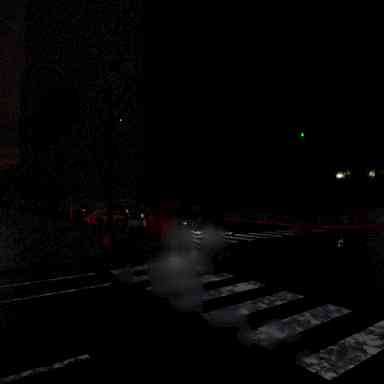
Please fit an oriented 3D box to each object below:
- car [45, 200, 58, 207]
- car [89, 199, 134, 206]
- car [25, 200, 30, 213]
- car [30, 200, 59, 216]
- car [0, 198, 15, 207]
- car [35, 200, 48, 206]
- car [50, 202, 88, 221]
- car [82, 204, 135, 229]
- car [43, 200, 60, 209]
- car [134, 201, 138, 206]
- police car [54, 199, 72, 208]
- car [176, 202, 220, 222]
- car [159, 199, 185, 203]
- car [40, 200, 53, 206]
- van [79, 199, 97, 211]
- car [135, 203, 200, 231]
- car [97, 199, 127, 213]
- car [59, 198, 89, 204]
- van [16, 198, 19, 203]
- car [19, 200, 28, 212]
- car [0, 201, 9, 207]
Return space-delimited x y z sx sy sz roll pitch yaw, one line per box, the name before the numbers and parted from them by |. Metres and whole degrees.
car | -31.710 2.597 74.955 1.947 1.339 4.313 -1 0 -35
car | -7.564 1.742 30.900 2.097 1.767 4.553 0 -1 -35
car | -20.491 2.197 44.463 1.887 1.381 4.507 -1 0 -35
car | -17.664 1.902 40.482 2.192 1.841 5.009 -1 0 -35
car | -41.268 2.668 73.684 1.887 1.381 4.507 -1 0 -35
car | -37.740 2.712 83.434 2.008 1.369 4.403 -1 0 -35
car | -11.996 2.005 32.518 2.008 1.369 4.403 -1 0 -35
car | -6.236 1.844 24.416 1.752 1.417 4.829 -1 0 -35
car | -26.971 2.391 63.713 1.837 1.490 4.892 0 -1 -35
car | -5.264 2.006 37.786 1.802 1.307 4.206 -1 0 -35
police car | -25.432 2.309 65.456 1.930 1.638 5.238 0 -1 -35
car | 0.622 1.830 29.487 1.887 1.381 4.507 -1 0 -35
car | -2.326 1.670 33.637 2.192 1.841 5.009 -1 0 -35
car | -34.725 2.663 79.195 1.947 1.339 4.313 -1 0 -35
van | -17.042 2.039 54.383 1.690 1.788 3.998 -1 0 -35
car | -1.807 1.760 22.839 1.837 1.490 4.892 0 -1 -35
car | -11.156 1.877 46.084 2.192 1.841 5.009 -1 0 -35
car | -13.723 1.756 39.576 2.150 2.045 5.566 0 -1 -35
van | -26.157 2.124 52.427 1.690 1.788 3.998 -1 0 -35
car | -23.324 2.158 48.445 1.967 1.590 4.097 -1 0 -35
car | -44.383 2.773 78.066 1.802 1.307 4.206 -1 0 -35
